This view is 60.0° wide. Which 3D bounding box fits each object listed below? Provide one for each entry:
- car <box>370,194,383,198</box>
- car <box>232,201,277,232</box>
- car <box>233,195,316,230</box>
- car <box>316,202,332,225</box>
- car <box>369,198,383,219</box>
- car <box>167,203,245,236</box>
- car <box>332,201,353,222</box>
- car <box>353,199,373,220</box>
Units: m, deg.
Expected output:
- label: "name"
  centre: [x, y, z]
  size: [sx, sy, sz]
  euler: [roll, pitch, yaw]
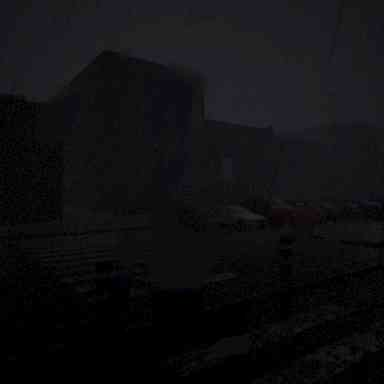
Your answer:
- label: "car"
  centre: [20.567, 1.218, 33.303]
  size: [2.435, 2.045, 5.566]
  euler: [0, 0, -36]
- label: "car"
  centre: [2.598, 1.546, 20.506]
  size: [2.002, 1.452, 4.674]
  euler: [0, 0, -36]
- label: "car"
  centre: [4.860, 1.250, 22.084]
  size: [2.435, 2.045, 5.566]
  euler: [0, 0, -36]
- label: "car"
  centre: [7.105, 1.371, 23.684]
  size: [2.185, 1.767, 4.553]
  euler: [0, 0, -36]
- label: "car"
  centre: [13.823, 1.480, 28.514]
  size: [2.097, 1.535, 5.008]
  euler: [0, 0, -36]
- label: "car"
  centre: [0.372, 1.540, 18.877]
  size: [2.163, 1.488, 4.792]
  euler: [0, 0, -36]
- label: "car"
  centre: [9.227, 1.531, 25.235]
  size: [2.002, 1.452, 4.674]
  euler: [0, 0, -36]
- label: "car"
  centre: [11.577, 1.525, 26.914]
  size: [2.002, 1.452, 4.674]
  euler: [0, 0, -36]
